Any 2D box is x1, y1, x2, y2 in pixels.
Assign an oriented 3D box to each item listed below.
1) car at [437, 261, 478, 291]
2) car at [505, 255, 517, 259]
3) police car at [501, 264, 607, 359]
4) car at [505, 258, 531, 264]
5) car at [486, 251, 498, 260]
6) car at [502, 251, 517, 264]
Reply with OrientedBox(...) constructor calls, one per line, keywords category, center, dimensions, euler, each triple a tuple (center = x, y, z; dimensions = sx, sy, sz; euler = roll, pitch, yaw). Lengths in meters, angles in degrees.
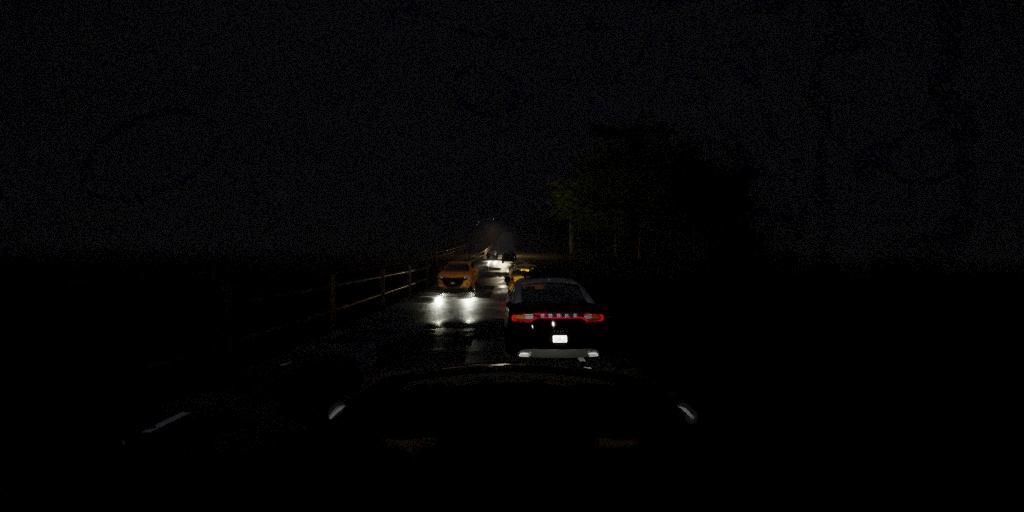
OrientedBox(category="car", center=(-3.018, 1.062, 20.581), dimensions=(1.882, 1.535, 5.008), euler=(0, 1, -1))
OrientedBox(category="car", center=(0.619, 0.968, 24.586), dimensions=(1.801, 1.575, 5.366), euler=(0, 1, -1))
OrientedBox(category="police car", center=(0.769, 1.149, 8.510), dimensions=(1.930, 1.638, 5.238), euler=(0, 0, -1))
OrientedBox(category="car", center=(0.675, 1.071, 18.587), dimensions=(1.801, 1.575, 5.366), euler=(0, 1, -1))
OrientedBox(category="car", center=(-3.369, -0.108, 60.892), dimensions=(2.128, 1.511, 4.902), euler=(0, 3, 0))
OrientedBox(category="car", center=(-0.393, 0.111, 51.834), dimensions=(2.097, 1.767, 4.553), euler=(0, 2, 0))
